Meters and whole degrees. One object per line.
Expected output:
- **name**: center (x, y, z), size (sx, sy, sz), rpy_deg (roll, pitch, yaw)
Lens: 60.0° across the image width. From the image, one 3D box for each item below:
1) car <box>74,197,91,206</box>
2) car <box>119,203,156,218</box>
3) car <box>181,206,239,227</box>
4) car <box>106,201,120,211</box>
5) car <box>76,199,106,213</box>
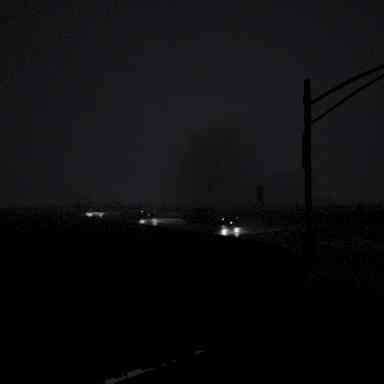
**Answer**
- **car**: center (-20.416, 2.027, 62.271), size (2.150, 2.045, 5.566), rpy_deg (-1, 0, -36)
- **car**: center (-5.650, 2.053, 35.396), size (1.895, 1.301, 4.718), rpy_deg (-1, 0, -36)
- **car**: center (1.233, 1.838, 25.801), size (2.033, 1.411, 5.357), rpy_deg (-1, 0, -36)
- **car**: center (-12.227, 2.098, 50.881), size (2.128, 1.511, 4.902), rpy_deg (-1, 0, -36)
- **car**: center (-14.612, 2.172, 47.925), size (1.837, 1.490, 4.892), rpy_deg (-1, -1, -35)
